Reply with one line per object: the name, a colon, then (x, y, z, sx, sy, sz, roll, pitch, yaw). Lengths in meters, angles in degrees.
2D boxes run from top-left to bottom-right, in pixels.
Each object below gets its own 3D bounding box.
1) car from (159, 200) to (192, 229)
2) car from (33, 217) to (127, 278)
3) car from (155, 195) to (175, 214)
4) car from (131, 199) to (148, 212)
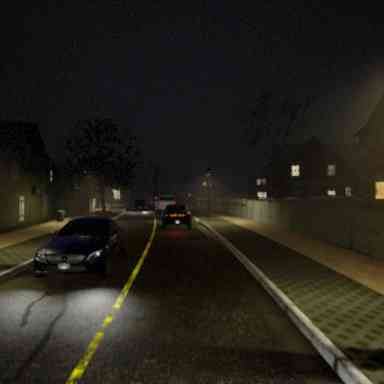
car: (-1.055, 1.540, 21.946, 1.837, 1.490, 4.892, 0, 0, -5)
car: (-3.172, 1.531, 10.302, 1.812, 1.442, 4.674, 0, 0, -3)
car: (-3.015, 1.384, 37.787, 2.150, 2.045, 5.566, 0, -1, -8)
car: (-6.804, 1.738, 43.019, 1.837, 1.490, 4.892, 0, -1, -10)
